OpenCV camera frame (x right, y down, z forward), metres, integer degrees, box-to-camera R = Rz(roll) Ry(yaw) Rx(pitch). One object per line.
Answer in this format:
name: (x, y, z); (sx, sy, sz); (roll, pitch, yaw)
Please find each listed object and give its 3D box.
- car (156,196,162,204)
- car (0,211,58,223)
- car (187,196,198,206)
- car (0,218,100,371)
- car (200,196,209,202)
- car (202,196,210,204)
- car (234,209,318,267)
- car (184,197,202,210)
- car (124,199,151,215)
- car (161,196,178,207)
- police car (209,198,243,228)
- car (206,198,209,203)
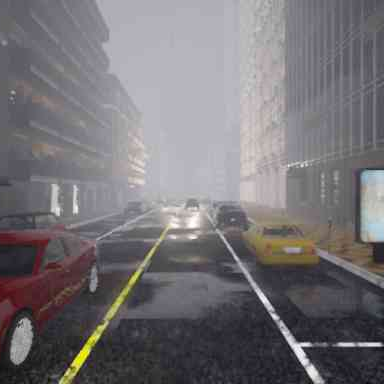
car: (-5.670, 1.431, 61.897); (1.967, 1.590, 4.097); (0, 0, 0)
car: (-5.687, 1.435, 11.060); (1.967, 1.590, 4.097); (0, 0, 0)
car: (0.020, 1.515, 57.040); (1.812, 1.442, 4.674); (0, 0, 0)
car: (-3.098, 1.475, 5.868); (1.882, 1.535, 5.008); (0, 0, 0)
car: (2.714, 1.545, 73.191); (2.008, 1.369, 4.403); (0, 0, 0)
car: (2.711, 1.535, 61.893); (1.887, 1.381, 4.507); (0, 0, 0)
car: (2.693, 1.520, 11.227); (1.752, 1.417, 4.829); (0, 0, 0)
car: (0.052, 1.492, 43.120); (1.837, 1.490, 4.892); (0, 0, 1)
car: (-5.680, 1.554, 33.654); (1.947, 1.339, 4.313); (0, 0, 0)
car: (-3.057, 1.589, 49.160); (1.895, 1.301, 4.718); (0, 0, 0)
police car: (2.374, 1.415, 21.974); (1.930, 1.638, 5.238); (0, 0, 0)
car: (2.701, 1.553, 33.651); (1.947, 1.339, 4.313); (0, 0, 0)
